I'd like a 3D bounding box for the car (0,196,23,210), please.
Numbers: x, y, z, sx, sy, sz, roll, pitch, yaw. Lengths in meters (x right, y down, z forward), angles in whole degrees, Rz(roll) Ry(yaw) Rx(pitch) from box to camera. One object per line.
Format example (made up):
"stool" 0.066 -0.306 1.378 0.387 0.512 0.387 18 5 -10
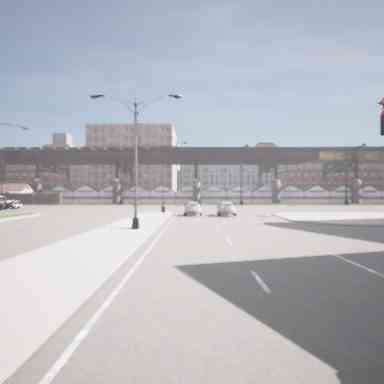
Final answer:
"car" -27.140 1.544 47.192 5.566 2.045 2.150 0 0 0

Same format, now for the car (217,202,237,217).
"car" 3.602 1.763 34.900 1.812 1.442 4.674 0 0 1

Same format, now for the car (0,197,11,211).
"car" -27.015 1.801 43.683 4.892 1.490 1.837 0 0 0

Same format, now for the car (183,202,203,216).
"car" 0.107 1.768 35.666 1.812 1.442 4.674 0 0 0
